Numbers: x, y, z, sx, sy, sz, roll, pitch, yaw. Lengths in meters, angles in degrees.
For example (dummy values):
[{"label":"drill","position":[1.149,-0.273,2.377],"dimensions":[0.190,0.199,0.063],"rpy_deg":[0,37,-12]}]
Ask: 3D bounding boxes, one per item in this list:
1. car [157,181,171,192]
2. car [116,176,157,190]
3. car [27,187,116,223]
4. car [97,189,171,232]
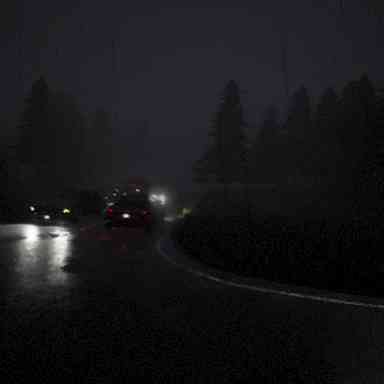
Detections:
[{"label":"car","position":[-3.766,-0.633,42.076],"dimensions":[2.128,1.511,4.902],"rpy_deg":[4,3,4]},{"label":"car","position":[-4.781,-0.306,27.753],"dimensions":[2.150,2.045,5.566],"rpy_deg":[4,3,4]},{"label":"car","position":[-5.639,0.515,16.023],"dimensions":[2.033,1.411,5.357],"rpy_deg":[4,3,4]},{"label":"car","position":[-2.342,0.792,14.582],"dimensions":[1.994,1.385,4.181],"rpy_deg":[4,3,4]}]
